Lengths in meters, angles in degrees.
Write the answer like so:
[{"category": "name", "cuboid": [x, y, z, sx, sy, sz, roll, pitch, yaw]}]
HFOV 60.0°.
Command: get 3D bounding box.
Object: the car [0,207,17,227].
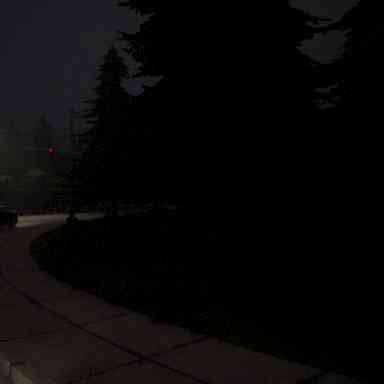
[{"category": "car", "cuboid": [-13.416, 1.575, 21.739, 2.097, 1.767, 4.553, 0, 0, -1]}]
